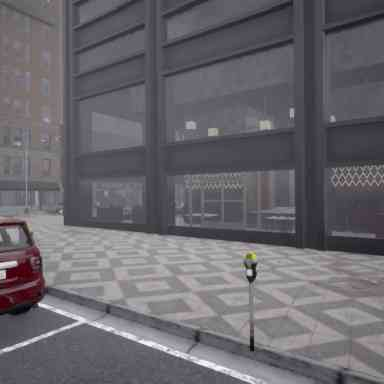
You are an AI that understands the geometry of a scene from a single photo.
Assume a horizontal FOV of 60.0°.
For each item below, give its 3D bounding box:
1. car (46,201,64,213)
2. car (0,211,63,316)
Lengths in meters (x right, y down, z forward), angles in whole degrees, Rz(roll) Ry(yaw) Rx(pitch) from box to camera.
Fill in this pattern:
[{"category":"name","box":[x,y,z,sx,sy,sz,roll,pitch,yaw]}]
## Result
[{"category":"car","box":[-13.919,1.732,37.334,1.837,1.490,4.892,-1,-1,35]},{"category":"car","box":[-4.811,1.317,6.282,5.009,1.841,2.192,0,-1,35]}]
